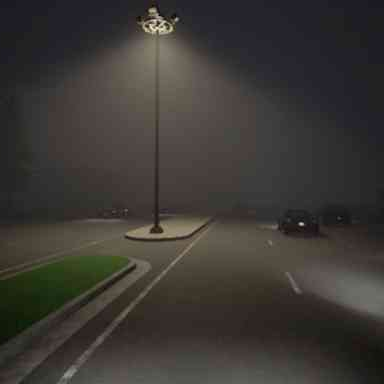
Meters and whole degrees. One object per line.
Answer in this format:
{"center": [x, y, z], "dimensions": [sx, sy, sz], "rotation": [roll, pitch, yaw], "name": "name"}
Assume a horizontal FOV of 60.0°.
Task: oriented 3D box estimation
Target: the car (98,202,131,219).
{"center": [-7.261, 1.722, 31.664], "dimensions": [1.812, 1.442, 4.674], "rotation": [0, 0, 9], "name": "car"}

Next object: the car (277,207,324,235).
{"center": [6.290, 1.738, 20.092], "dimensions": [1.994, 1.385, 4.181], "rotation": [0, 0, 9], "name": "car"}

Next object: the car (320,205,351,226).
{"center": [10.725, 1.713, 25.779], "dimensions": [1.882, 1.535, 5.008], "rotation": [0, 0, 9], "name": "car"}

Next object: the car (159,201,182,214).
{"center": [-2.427, 1.824, 39.742], "dimensions": [2.033, 1.411, 5.357], "rotation": [0, 0, 9], "name": "car"}

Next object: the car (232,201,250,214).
{"center": [6.042, 1.848, 40.846], "dimensions": [1.812, 1.442, 4.674], "rotation": [0, 0, 9], "name": "car"}
